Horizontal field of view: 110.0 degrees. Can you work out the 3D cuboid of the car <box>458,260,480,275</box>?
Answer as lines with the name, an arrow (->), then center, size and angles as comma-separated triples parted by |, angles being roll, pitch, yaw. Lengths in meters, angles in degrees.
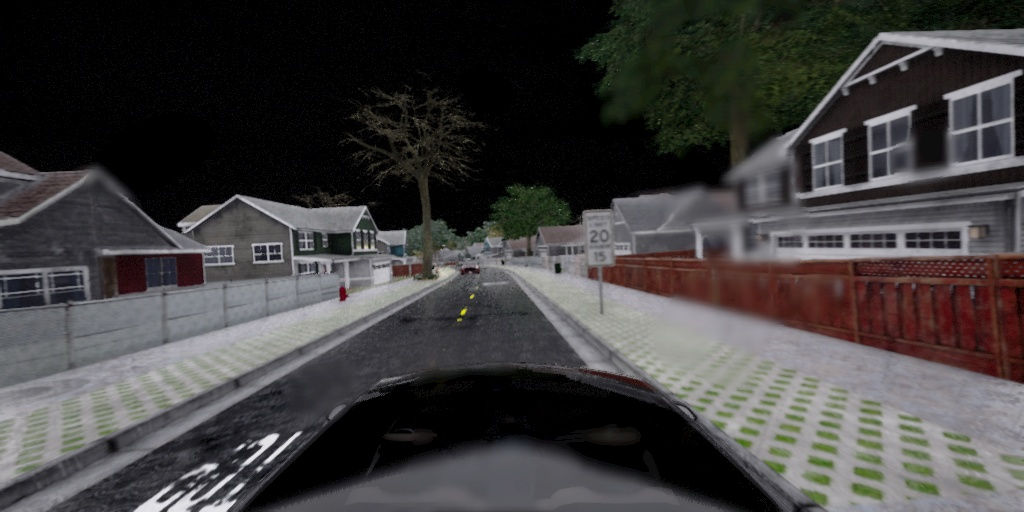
car -> -4.913, 1.242, 42.334 | 2.097, 1.767, 4.553 | -3, 0, -6
